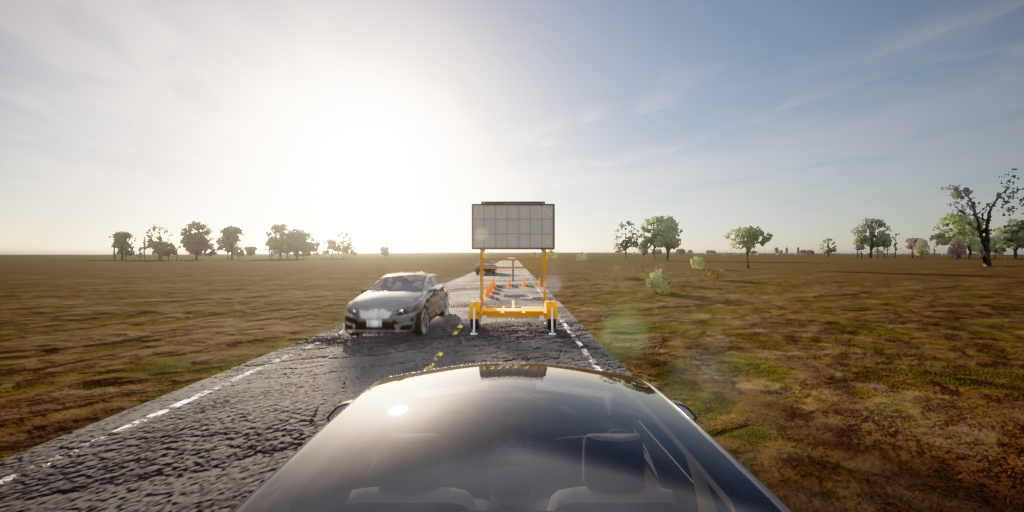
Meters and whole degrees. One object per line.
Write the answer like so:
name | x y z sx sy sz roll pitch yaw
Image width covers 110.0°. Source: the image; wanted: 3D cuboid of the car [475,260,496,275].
car | -2.865 1.102 39.326 2.097 1.767 4.553 0 0 0

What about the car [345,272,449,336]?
car | -3.066 1.241 10.444 2.128 1.511 4.902 0 0 0

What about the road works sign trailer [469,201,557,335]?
road works sign trailer | 0.034 0.214 10.505 2.380 3.560 2.880 0 0 0
